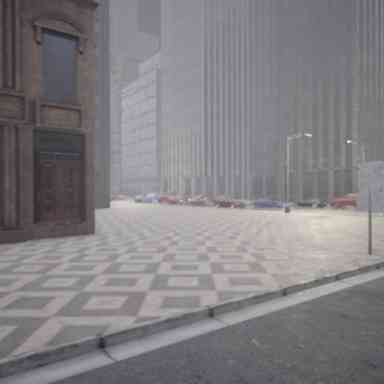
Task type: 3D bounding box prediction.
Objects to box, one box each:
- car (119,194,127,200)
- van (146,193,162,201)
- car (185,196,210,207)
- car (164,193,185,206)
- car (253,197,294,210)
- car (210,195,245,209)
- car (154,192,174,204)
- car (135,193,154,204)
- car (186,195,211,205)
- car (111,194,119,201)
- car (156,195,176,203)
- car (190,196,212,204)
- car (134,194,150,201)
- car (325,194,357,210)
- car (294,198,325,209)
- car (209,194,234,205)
[{"bbox_3d":[-18.611,1.260,87.741,1.752,1.417,4.829,0,0,-35],"label":"car"},{"bbox_3d":[-8.467,1.116,73.944,1.690,1.788,3.998,0,0,-36],"label":"van"},{"bbox_3d":[1.366,1.431,46.198,1.802,1.307,4.206,0,0,-36],"label":"car"},{"bbox_3d":[-1.977,1.287,50.740,1.967,1.590,4.097,0,0,-36],"label":"car"},{"bbox_3d":[9.388,1.365,39.635,1.812,1.442,4.674,0,0,-36],"label":"car"},{"bbox_3d":[4.709,1.397,41.656,1.887,1.381,4.507,0,0,-36],"label":"car"},{"bbox_3d":[-3.838,1.034,57.765,2.150,2.045,5.566,0,0,-36],"label":"car"},{"bbox_3d":[-8.661,1.390,59.824,2.008,1.369,4.403,0,0,-36],"label":"car"},{"bbox_3d":[1.031,1.338,56.303,1.812,1.442,4.674,0,0,-36],"label":"car"},{"bbox_3d":[-18.689,1.128,73.451,2.192,1.841,5.009,0,0,-36],"label":"car"},{"bbox_3d":[-5.002,1.369,64.414,1.994,1.385,4.181,0,0,-36],"label":"car"},{"bbox_3d":[1.562,1.376,60.317,1.802,1.307,4.206,0,0,-36],"label":"car"},{"bbox_3d":[-11.910,1.289,78.626,1.752,1.417,4.829,0,0,-36],"label":"car"},{"bbox_3d":[18.275,1.123,37.603,2.192,1.841,5.009,0,0,-36],"label":"car"},{"bbox_3d":[14.933,1.371,42.147,1.947,1.339,4.313,0,0,-36],"label":"car"},{"bbox_3d":[4.905,1.238,55.773,1.967,1.590,4.097,0,0,-36],"label":"car"}]
